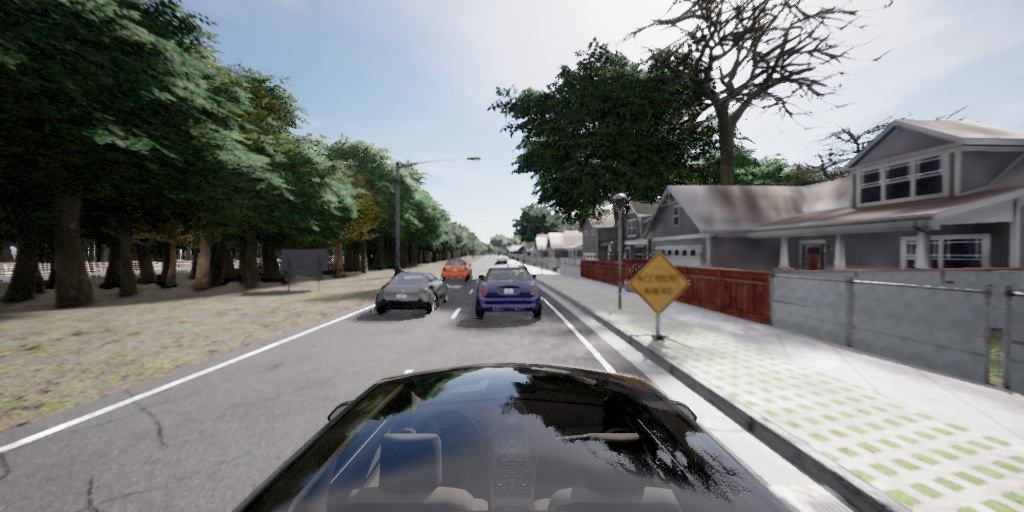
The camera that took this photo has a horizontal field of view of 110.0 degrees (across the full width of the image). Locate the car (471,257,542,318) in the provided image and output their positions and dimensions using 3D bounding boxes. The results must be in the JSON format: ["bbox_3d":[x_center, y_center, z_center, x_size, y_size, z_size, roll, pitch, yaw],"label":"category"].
[{"bbox_3d":[-0.156,1.072,13.035,2.097,1.767,4.553,0,0,-2],"label":"car"}]

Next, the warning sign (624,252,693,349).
[{"bbox_3d":[3.001,0.845,7.380,1.300,1.860,1.060,0,0,-1],"label":"warning sign"}]

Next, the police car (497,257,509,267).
[{"bbox_3d":[-1.627,1.018,62.604,1.930,1.638,5.238,0,0,-3],"label":"police car"}]

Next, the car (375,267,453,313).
[{"bbox_3d":[-3.679,1.283,13.757,1.994,1.385,4.181,0,0,-2],"label":"car"}]

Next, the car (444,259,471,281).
[{"bbox_3d":[-4.367,1.029,28.971,2.097,1.767,4.553,0,0,-3],"label":"car"}]
